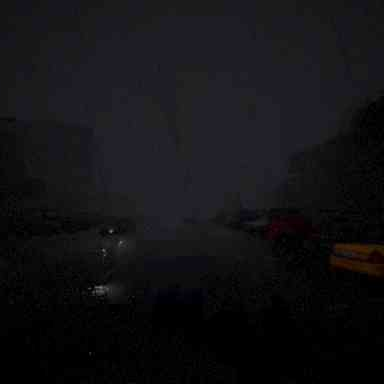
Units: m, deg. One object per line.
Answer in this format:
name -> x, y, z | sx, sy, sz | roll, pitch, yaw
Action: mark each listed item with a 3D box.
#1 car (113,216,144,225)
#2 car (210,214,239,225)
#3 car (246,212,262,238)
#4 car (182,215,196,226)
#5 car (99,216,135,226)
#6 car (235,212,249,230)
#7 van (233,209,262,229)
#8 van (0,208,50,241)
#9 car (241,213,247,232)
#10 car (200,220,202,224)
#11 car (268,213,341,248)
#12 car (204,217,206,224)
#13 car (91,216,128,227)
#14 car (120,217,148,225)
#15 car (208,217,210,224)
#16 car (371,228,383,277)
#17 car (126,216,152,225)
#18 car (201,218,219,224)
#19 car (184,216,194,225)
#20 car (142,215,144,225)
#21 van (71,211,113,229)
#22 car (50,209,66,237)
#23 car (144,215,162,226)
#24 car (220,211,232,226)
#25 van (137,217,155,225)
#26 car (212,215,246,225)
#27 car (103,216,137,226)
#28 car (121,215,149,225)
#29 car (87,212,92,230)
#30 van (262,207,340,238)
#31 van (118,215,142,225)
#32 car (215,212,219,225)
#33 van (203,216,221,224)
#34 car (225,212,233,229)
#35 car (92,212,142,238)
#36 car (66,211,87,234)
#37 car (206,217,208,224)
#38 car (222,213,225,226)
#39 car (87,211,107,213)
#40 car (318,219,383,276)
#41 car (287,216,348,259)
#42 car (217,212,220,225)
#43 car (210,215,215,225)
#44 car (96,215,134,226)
car -> -11.858, 5.396, 62.278 | 5.366, 1.575, 1.946 | 1, -6, -21
car -> 5.808, 4.951, 59.301 | 4.553, 1.767, 2.185 | 3, -6, -21
car -> 6.296, 2.252, 21.256 | 4.792, 1.488, 2.163 | 2, -4, -20
car -> -0.390, 4.115, 47.736 | 1.882, 1.535, 5.008 | 0, -5, -1
car -> -12.047, 4.602, 53.204 | 5.366, 1.575, 1.946 | 1, -5, -21
car -> 6.277, 2.635, 27.117 | 4.674, 1.452, 2.002 | 2, -4, -20
van -> 6.356, 2.570, 30.105 | 4.442, 1.987, 1.878 | 2, -4, -20
van -> -11.376, 1.979, 20.496 | 4.442, 1.987, 1.878 | 1, -3, -20
car -> 6.304, 2.445, 24.184 | 4.674, 1.452, 2.002 | 2, -4, -20
car -> 5.348, 7.242, 82.670 | 5.008, 1.535, 2.097 | 3, -5, -21
car -> 6.370, 1.913, 15.416 | 5.008, 1.535, 2.097 | 2, -3, -20
car -> 5.663, 5.875, 68.060 | 5.008, 1.535, 2.097 | 3, -6, -21
car -> -11.755, 4.145, 47.319 | 4.792, 1.488, 2.163 | 1, -5, -21
car -> -11.976, 5.949, 68.244 | 5.366, 1.575, 1.946 | 1, -6, -21
car -> 5.882, 4.820, 56.371 | 5.008, 1.535, 2.097 | 3, -6, -21
car -> 6.409, 1.602, 6.646 | 4.892, 1.521, 2.231 | 1, -2, -20
car -> -12.316, 6.540, 77.161 | 5.566, 2.045, 2.435 | 1, -5, -20
car -> 5.004, 8.211, 94.385 | 4.553, 1.767, 2.185 | 3, -6, -21
car -> -0.560, 5.043, 58.174 | 1.812, 1.442, 4.674 | 0, -5, -1
car -> -12.005, 4.875, 59.241 | 5.566, 2.045, 2.435 | 1, -5, -21
van -> -11.557, 3.195, 38.420 | 4.442, 1.987, 1.878 | 1, -5, -21
car -> -11.541, 2.262, 23.426 | 4.553, 1.767, 2.185 | 0, -4, -20
car -> -5.440, 4.219, 48.953 | 1.882, 1.535, 5.008 | 0, -5, 0
car -> 6.118, 3.287, 38.830 | 4.553, 1.767, 2.185 | 2, -5, -21
van -> -12.420, 7.688, 89.108 | 4.442, 1.987, 1.878 | 1, -5, -20
car -> 5.944, 4.573, 53.450 | 5.008, 1.535, 2.097 | 3, -5, -21
car -> -12.099, 4.857, 56.185 | 5.366, 1.575, 1.946 | 1, -5, -21
car -> -12.236, 5.977, 71.169 | 5.566, 2.045, 2.435 | 1, -5, -21
car -> -11.590, 2.811, 29.386 | 4.792, 1.488, 2.163 | 1, -4, -20
van -> 6.456, 1.837, 18.396 | 4.442, 1.987, 1.878 | 2, -4, -20
van -> -12.201, 5.442, 65.169 | 4.442, 1.987, 1.878 | 1, -5, -21
car -> 6.065, 3.859, 44.681 | 4.892, 1.521, 2.231 | 2, -5, -21
van -> 5.303, 7.569, 88.580 | 4.442, 1.987, 1.878 | 3, -6, -21
car -> 6.222, 2.993, 32.976 | 5.008, 1.535, 2.097 | 2, -4, -20
car -> -5.218, 2.405, 23.835 | 2.128, 1.511, 4.902 | 0, -4, 0
car -> -11.517, 2.332, 26.449 | 5.566, 2.045, 2.435 | 1, -4, -20
car -> 5.699, 5.479, 65.142 | 4.553, 1.767, 2.185 | 3, -6, -21
car -> 6.156, 3.229, 35.883 | 4.792, 1.488, 2.163 | 2, -4, -21
car -> -11.597, 3.076, 35.388 | 4.553, 1.767, 2.185 | 1, -4, -21
car -> 6.563, 1.686, 9.639 | 5.366, 1.575, 1.946 | 1, -2, -20
car -> 6.384, 1.789, 12.492 | 4.892, 1.521, 2.231 | 2, -3, -20
car -> 6.105, 3.635, 41.751 | 4.892, 1.521, 2.231 | 2, -5, -21
car -> 6.058, 3.843, 47.638 | 5.566, 2.045, 2.435 | 3, -5, -21
car -> -11.655, 4.356, 50.356 | 5.366, 1.575, 1.946 | 1, -5, -21
